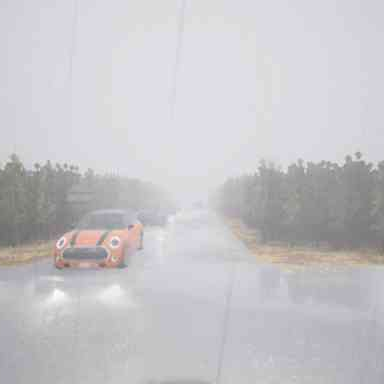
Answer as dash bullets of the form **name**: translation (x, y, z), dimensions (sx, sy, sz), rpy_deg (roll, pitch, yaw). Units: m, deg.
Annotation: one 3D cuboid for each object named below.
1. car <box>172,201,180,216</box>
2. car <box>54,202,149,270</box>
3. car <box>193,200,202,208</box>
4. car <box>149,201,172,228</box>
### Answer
- **car**: translation (-2.662, 1.729, 34.214), dimensions (1.994, 1.385, 4.181), rpy_deg (0, 0, 1)
- **car**: translation (-3.009, 1.444, 11.616), dimensions (2.097, 1.767, 4.553), rpy_deg (-1, 1, 1)
- **car**: translation (1.048, 2.265, 62.263), dimensions (2.033, 1.411, 5.357), rpy_deg (0, -1, 1)
- **car**: translation (-2.822, 1.511, 23.679), dimensions (2.097, 1.767, 4.553), rpy_deg (0, 0, 1)
